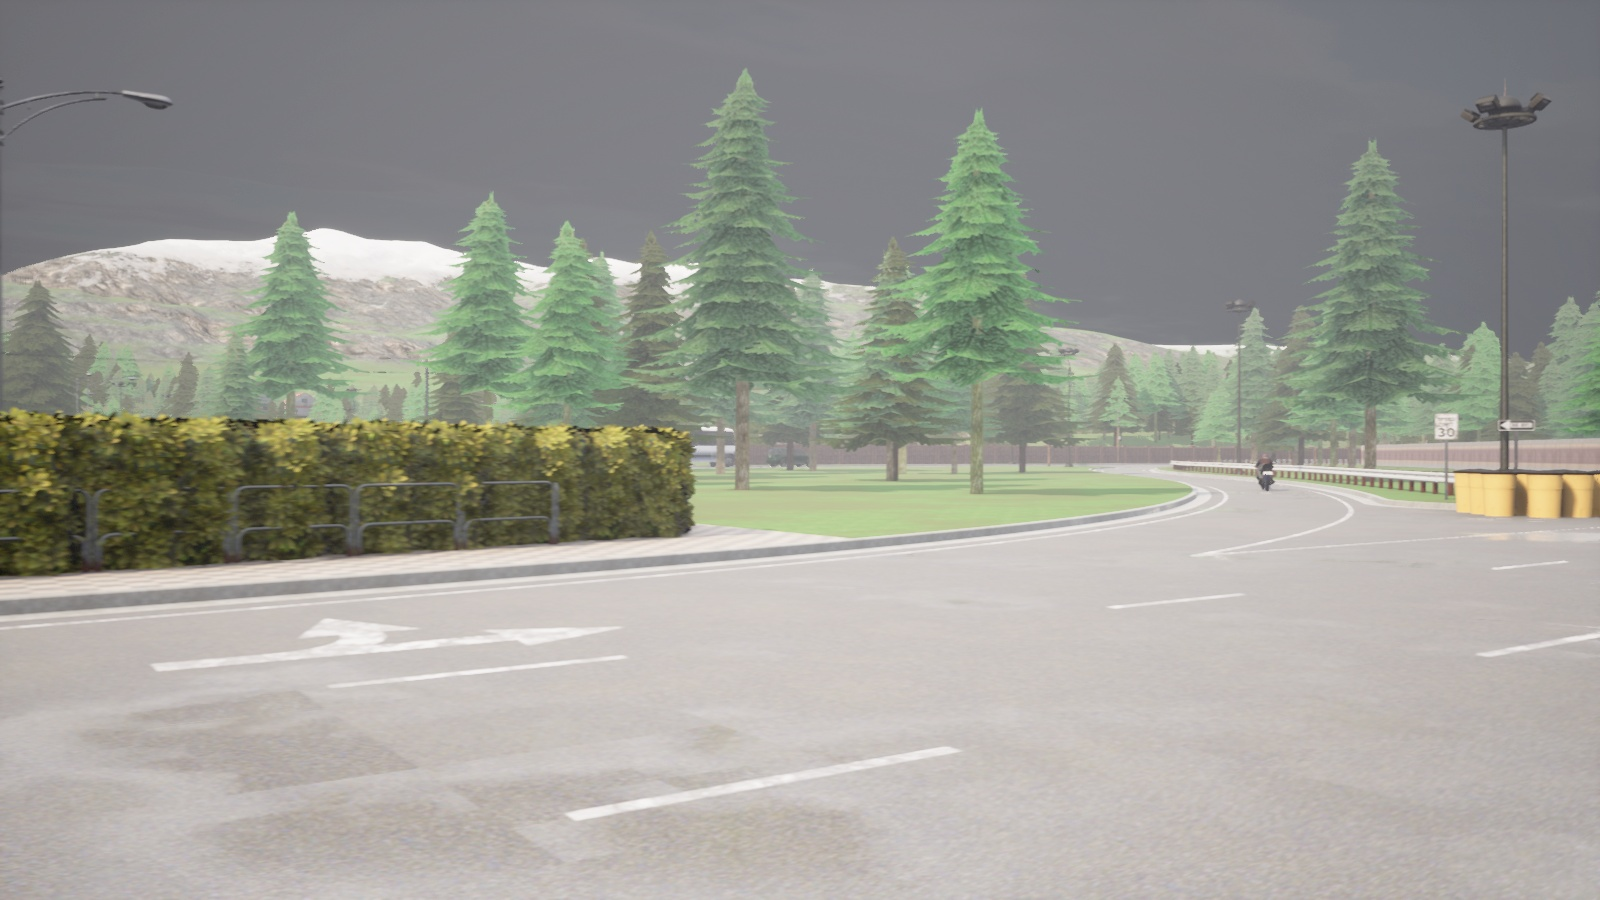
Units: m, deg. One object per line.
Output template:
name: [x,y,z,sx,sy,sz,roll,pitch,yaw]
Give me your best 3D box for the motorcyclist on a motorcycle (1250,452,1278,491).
motorcyclist on a motorcycle: [18.971,0.866,51.350,0.866,1.530,2.191,0,0,15]
